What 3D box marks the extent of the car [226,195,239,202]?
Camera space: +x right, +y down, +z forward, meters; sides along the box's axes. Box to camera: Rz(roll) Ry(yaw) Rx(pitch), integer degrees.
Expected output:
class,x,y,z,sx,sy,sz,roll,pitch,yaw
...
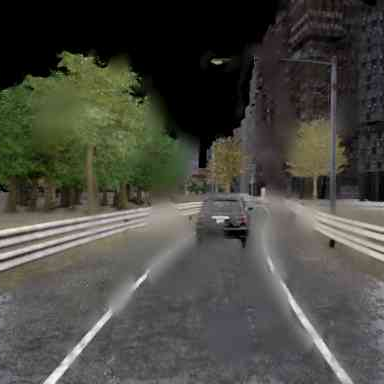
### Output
class,x,y,z,sx,sy,sz,roll,pitch,yaw
car,9.673,1.479,79.223,2.128,1.511,4.902,0,0,-5

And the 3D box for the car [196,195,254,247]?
class,x,y,z,sx,sy,sz,roll,pitch,yaw
car,1.614,1.229,15.470,2.150,2.045,5.566,0,0,11
